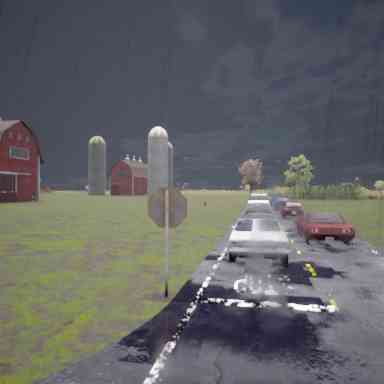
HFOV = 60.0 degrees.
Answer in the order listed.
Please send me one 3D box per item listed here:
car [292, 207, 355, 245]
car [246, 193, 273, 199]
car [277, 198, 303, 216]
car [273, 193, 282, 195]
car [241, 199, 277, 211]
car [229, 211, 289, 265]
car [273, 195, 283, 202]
[{"bbox_3d":[5.996,1.587,15.530,1.895,1.301,4.718,0,0,12],"label":"car"},{"bbox_3d":[6.710,1.187,33.455,2.150,2.045,5.566,0,0,12],"label":"car"},{"bbox_3d":[8.730,1.497,29.150,1.812,1.442,4.674,0,0,11],"label":"car"},{"bbox_3d":[14.469,1.148,57.258,2.150,2.045,5.566,0,0,12],"label":"car"},{"bbox_3d":[4.392,1.485,21.899,1.837,1.490,4.892,0,0,11],"label":"car"},{"bbox_3d":[2.366,1.592,11.987,1.895,1.301,4.718,0,0,10],"label":"car"},{"bbox_3d":[10.906,1.434,39.991,1.882,1.535,5.008,0,0,11],"label":"car"}]
